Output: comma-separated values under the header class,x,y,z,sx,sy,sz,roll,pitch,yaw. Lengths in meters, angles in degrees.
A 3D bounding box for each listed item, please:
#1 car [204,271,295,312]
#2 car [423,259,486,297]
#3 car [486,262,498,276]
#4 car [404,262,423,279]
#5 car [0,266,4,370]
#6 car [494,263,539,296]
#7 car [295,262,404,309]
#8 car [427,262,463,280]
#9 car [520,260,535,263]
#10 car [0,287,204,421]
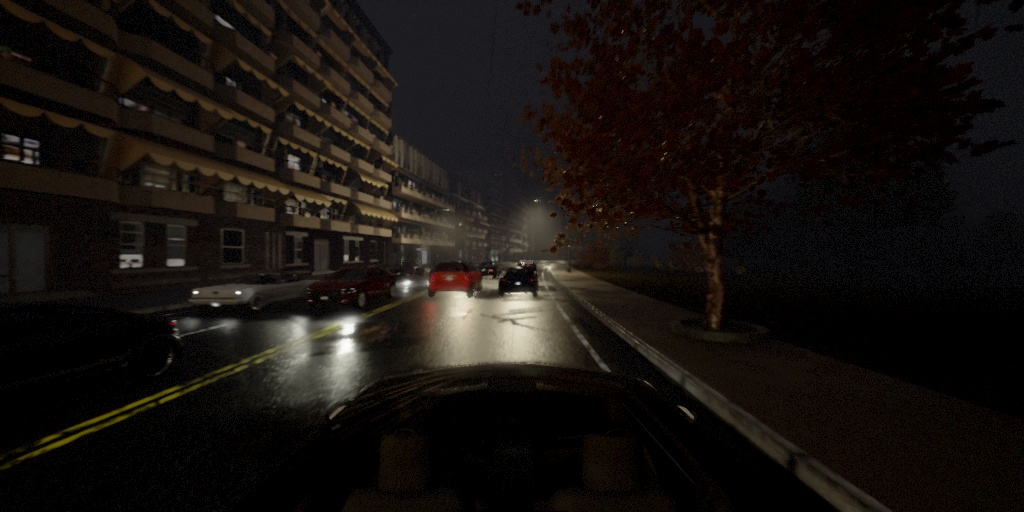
class,x,y,z,sx,sy,sz,roll,pitch,yaw
car,-9.609,1.274,13.909,1.895,1.301,4.718,0,0,2
car,-2.763,1.030,18.417,2.097,1.767,4.553,0,0,2
car,-2.080,1.195,31.778,2.033,1.411,5.357,0,0,5
car,-8.788,1.194,30.362,1.994,1.385,4.181,0,0,4
car,-9.796,1.065,3.888,2.097,1.767,4.553,0,0,1
car,0.395,1.251,18.847,1.994,1.385,4.181,0,0,3
car,-6.327,1.157,14.749,1.882,1.535,5.008,0,0,2
car,-5.543,1.205,30.161,1.994,1.385,4.181,0,0,4
car,1.562,1.142,36.317,2.128,1.511,4.902,0,0,5
car,-6.544,1.284,4.278,1.994,1.385,4.181,0,0,1
